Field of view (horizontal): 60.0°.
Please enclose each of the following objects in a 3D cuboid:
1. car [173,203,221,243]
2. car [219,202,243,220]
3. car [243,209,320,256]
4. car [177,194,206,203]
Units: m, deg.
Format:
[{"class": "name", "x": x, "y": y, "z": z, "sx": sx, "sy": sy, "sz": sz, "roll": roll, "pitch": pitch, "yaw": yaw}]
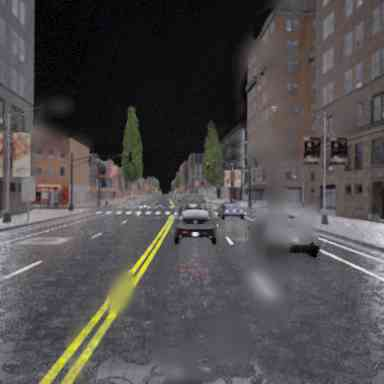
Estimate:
[{"class": "car", "x": 0.159, "y": 1.478, "z": 15.892, "sx": 1.837, "sy": 1.490, "sz": 4.892, "roll": 0, "pitch": 0, "yaw": 1}, {"class": "car", "x": 3.244, "y": 1.528, "z": 28.282, "sx": 2.033, "sy": 1.411, "sz": 5.357, "roll": 0, "pitch": 0, "yaw": -1}, {"class": "car", "x": 3.420, "y": 1.566, "z": 13.106, "sx": 1.994, "sy": 1.385, "sz": 4.181, "roll": 0, "pitch": 0, "yaw": 0}, {"class": "car", "x": 0.011, "y": 1.181, "z": 27.160, "sx": 2.150, "sy": 2.045, "sz": 5.566, "roll": 0, "pitch": 0, "yaw": -1}]
